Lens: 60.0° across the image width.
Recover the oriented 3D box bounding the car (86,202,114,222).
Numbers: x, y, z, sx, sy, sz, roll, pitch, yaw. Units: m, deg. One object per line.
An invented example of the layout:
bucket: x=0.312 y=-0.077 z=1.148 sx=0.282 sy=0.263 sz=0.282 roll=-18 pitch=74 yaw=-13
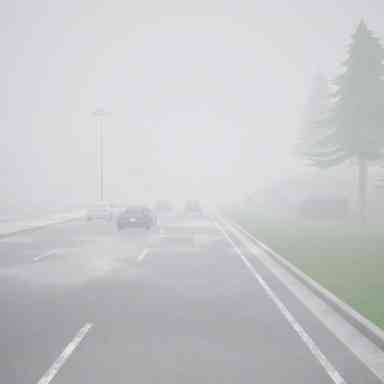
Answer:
car: x=-6.898 y=1.525 z=26.154 sx=1.812 sy=1.442 sz=4.674 roll=0 pitch=0 yaw=0

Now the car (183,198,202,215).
car: x=0.097 y=1.547 z=34.443 sx=2.033 sy=1.411 sz=5.357 roll=0 pitch=0 yaw=0

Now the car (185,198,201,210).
car: x=0.140 y=1.547 z=44.518 sx=2.033 sy=1.411 sz=5.357 roll=0 pitch=0 yaw=1

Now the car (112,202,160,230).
car: x=-3.399 y=1.564 z=21.038 sx=1.994 sy=1.385 sz=4.181 roll=0 pitch=0 yaw=0

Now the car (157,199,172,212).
car: x=-3.396 y=1.547 z=39.418 sx=2.033 sy=1.411 sz=5.357 roll=0 pitch=0 yaw=0
